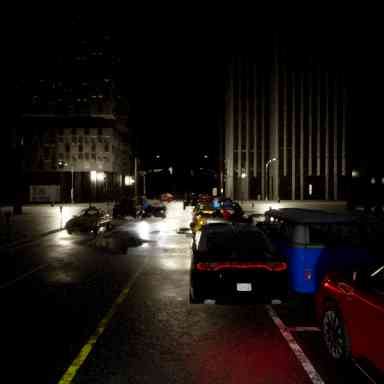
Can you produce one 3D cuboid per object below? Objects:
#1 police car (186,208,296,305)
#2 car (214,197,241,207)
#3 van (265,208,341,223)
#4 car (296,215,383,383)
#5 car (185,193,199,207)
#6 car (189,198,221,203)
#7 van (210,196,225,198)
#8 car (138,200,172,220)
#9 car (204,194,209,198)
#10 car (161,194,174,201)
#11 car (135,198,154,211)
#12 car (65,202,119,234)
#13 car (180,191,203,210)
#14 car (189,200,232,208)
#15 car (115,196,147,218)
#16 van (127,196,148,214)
[{"bbox_3d":[0.890,1.425,8.280,1.930,1.638,5.238,0,0,0],"label":"police car"},{"bbox_3d":[2.739,1.439,24.807,1.967,1.590,4.097,0,0,0],"label":"car"},{"bbox_3d":[2.758,1.341,8.230,1.690,1.788,3.998,0,0,0],"label":"van"},{"bbox_3d":[2.764,1.315,2.705,2.192,1.841,5.009,0,0,0],"label":"car"},{"bbox_3d":[-0.053,1.236,53.593,2.150,2.045,5.566,0,0,0],"label":"car"},{"bbox_3d":[0.875,1.454,24.359,1.801,1.575,5.366,0,0,0],"label":"car"},{"bbox_3d":[2.732,1.340,30.332,1.690,1.788,3.998,0,0,0],"label":"van"},{"bbox_3d":[-3.028,1.599,27.815,1.895,1.301,4.718,0,0,0],"label":"car"},{"bbox_3d":[2.725,1.314,35.858,2.192,1.841,5.009,0,0,0],"label":"car"},{"bbox_3d":[-5.840,1.335,73.951,2.192,1.841,5.009,0,0,0],"label":"car"},{"bbox_3d":[-5.808,1.525,41.216,1.752,1.417,4.829,0,0,0],"label":"car"},{"bbox_3d":[-5.790,1.524,19.117,1.752,1.417,4.829,0,0,0],"label":"car"},{"bbox_3d":[-0.040,1.222,43.220,2.150,2.045,5.566,0,0,0],"label":"car"},{"bbox_3d":[0.881,1.454,18.360,1.801,1.575,5.366,0,0,0],"label":"car"},{"bbox_3d":[-5.800,1.314,30.337,2.192,1.841,5.009,0,0,0],"label":"car"},{"bbox_3d":[-5.804,1.340,35.862,1.690,1.788,3.998,0,0,0],"label":"van"}]
